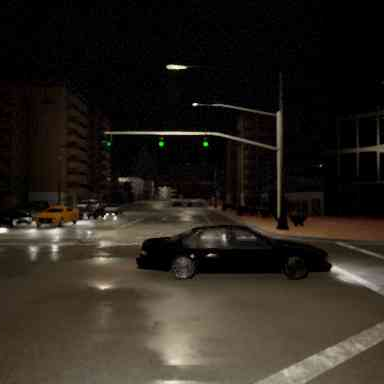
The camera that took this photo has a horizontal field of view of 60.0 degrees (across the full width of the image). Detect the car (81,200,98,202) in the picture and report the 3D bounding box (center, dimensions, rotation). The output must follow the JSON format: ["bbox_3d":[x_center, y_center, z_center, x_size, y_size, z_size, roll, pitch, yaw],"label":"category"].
[{"bbox_3d":[-14.306,2.133,45.701,2.150,2.045,5.566,0,-2,0],"label":"car"}]

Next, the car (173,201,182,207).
[{"bbox_3d":[-3.964,3.265,90.731,2.097,1.767,4.553,0,0,0],"label":"car"}]

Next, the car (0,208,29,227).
[{"bbox_3d":[-14.228,1.987,26.115,1.994,1.385,4.181,0,-1,0],"label":"car"}]

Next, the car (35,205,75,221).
[{"bbox_3d":[-14.274,2.124,35.036,2.128,1.511,4.902,0,-1,0],"label":"car"}]

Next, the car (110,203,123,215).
[{"bbox_3d":[-10.812,2.441,45.986,1.812,1.442,4.674,0,-2,0],"label":"car"}]

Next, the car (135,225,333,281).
[{"bbox_3d":[1.106,1.677,9.683,5.357,1.411,2.033,0,-1,0],"label":"car"}]

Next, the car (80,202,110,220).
[{"bbox_3d":[-10.777,2.146,36.016,2.128,1.511,4.902,0,-1,0],"label":"car"}]

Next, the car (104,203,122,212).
[{"bbox_3d":[-14.310,2.822,60.747,2.128,1.511,4.902,0,-2,0],"label":"car"}]

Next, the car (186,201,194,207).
[{"bbox_3d":[-0.464,3.433,90.779,2.128,1.511,4.902,0,0,0],"label":"car"}]

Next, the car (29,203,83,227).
[{"bbox_3d":[-10.731,1.915,26.753,1.882,1.535,5.008,0,-1,0],"label":"car"}]
